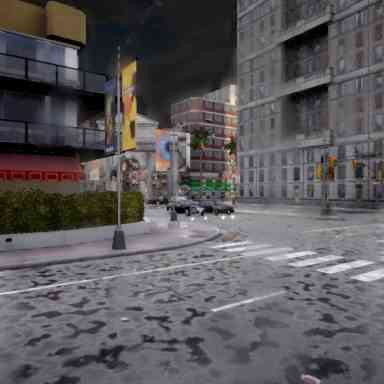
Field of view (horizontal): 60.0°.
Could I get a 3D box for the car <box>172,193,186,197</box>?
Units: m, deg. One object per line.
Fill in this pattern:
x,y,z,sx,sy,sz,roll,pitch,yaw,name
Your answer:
-2.554,1.221,62.282,2.150,2.045,5.566,0,0,-15,car

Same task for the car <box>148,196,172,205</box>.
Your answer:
-6.266,1.505,59.597,1.837,1.490,4.892,0,0,-44,car

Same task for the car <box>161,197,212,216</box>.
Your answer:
-0.645,1.492,32.190,2.128,1.511,4.902,0,0,-35,car

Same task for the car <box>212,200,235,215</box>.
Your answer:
2.039,1.547,34.455,2.033,1.411,5.357,0,0,-35,car
